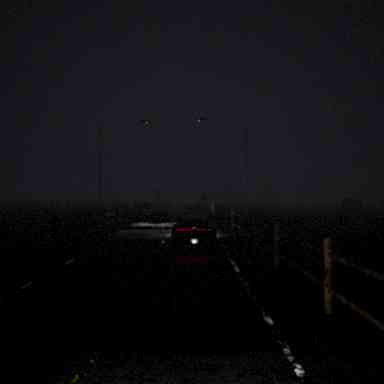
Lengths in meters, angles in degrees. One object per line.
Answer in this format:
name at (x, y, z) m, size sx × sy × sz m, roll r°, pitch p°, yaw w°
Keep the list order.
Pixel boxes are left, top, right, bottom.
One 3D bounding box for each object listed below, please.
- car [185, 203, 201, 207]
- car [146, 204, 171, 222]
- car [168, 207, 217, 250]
car at (0.079, 1.794, 31.422) m, size 2.128 × 1.511 × 4.902 m, roll 0°, pitch -1°, yaw 0°
car at (-2.864, 1.759, 29.162) m, size 1.882 × 1.535 × 5.008 m, roll 0°, pitch -1°, yaw 0°
car at (0.087, 1.651, 15.122) m, size 1.837 × 1.490 × 4.892 m, roll 0°, pitch -1°, yaw 0°
